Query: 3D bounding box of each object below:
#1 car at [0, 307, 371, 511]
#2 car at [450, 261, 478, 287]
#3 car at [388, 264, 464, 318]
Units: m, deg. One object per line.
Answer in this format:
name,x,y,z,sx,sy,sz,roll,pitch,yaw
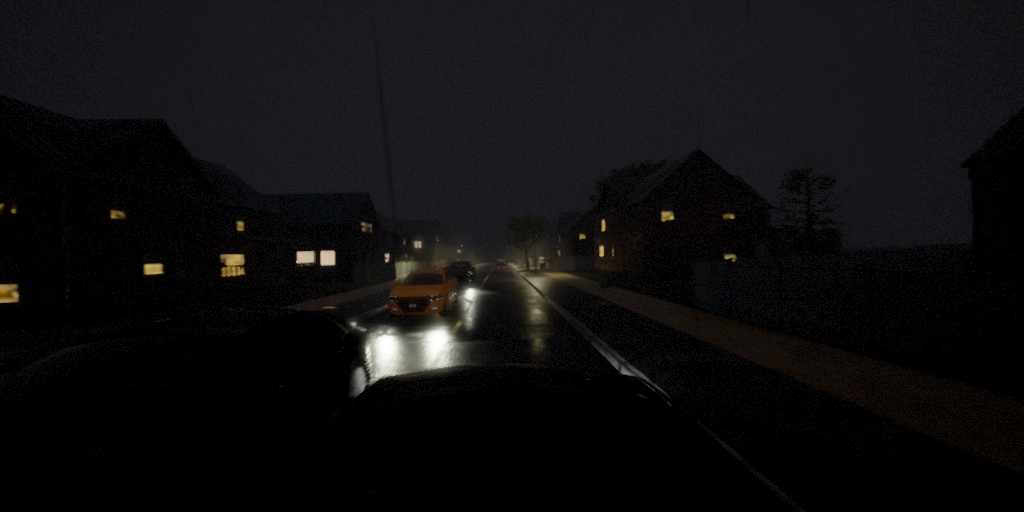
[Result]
car,-2.821,1.320,3.151,1.837,1.490,4.892,-1,0,-2
car,-3.493,1.126,24.293,2.097,1.767,4.553,-1,0,-2
car,-3.157,1.268,13.596,1.882,1.535,5.008,-1,0,-2
